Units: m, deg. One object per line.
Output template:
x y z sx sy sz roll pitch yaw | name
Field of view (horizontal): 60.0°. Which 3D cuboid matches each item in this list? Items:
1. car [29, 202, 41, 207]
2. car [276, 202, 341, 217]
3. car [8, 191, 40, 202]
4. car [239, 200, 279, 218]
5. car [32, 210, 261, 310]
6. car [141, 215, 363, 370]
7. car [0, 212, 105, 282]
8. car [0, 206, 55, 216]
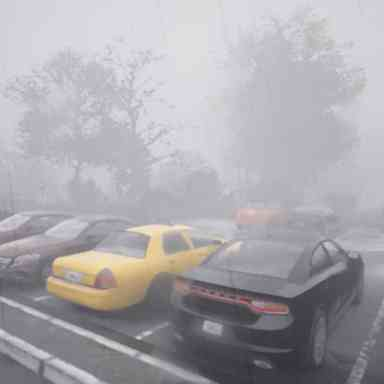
-7.485 1.328 12.478 2.163 1.488 4.792 1 0 36 | car
6.587 1.387 17.818 2.097 1.535 5.008 1 0 36 | car
-18.901 1.071 36.392 2.185 1.767 4.553 1 1 36 | car
4.380 1.233 19.370 2.185 1.767 4.553 1 0 36 | car
-0.508 1.387 7.660 1.946 1.575 5.366 1 0 36 | car
1.677 1.421 5.857 2.097 1.535 5.008 1 0 36 | car
-2.910 1.400 9.160 2.002 1.452 4.674 1 0 36 | car
-5.205 1.369 10.808 2.002 1.452 4.674 1 0 36 | car
